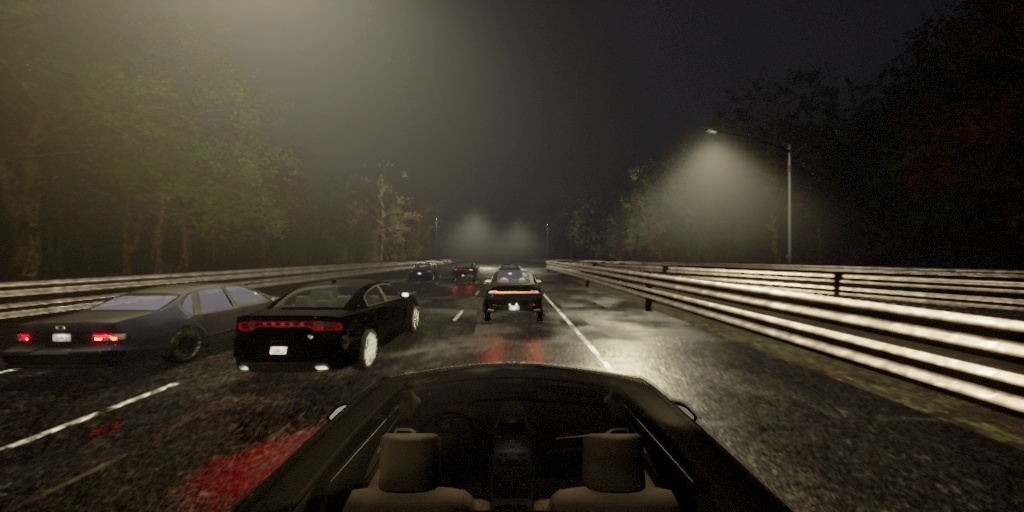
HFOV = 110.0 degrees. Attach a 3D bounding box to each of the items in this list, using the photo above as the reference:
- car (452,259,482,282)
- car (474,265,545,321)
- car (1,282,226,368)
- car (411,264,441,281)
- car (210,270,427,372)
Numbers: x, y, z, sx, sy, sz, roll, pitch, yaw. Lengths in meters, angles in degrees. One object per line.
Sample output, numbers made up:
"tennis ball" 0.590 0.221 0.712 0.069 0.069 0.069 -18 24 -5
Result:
"car" -3.677 1.251 29.008 2.128 1.511 4.902 0 0 -1
"car" 0.043 1.242 12.481 2.128 1.511 4.902 0 0 0
"car" -6.923 1.300 8.012 2.033 1.411 5.357 0 0 0
"car" -7.193 1.325 29.734 1.994 1.385 4.181 0 0 -1
"car" -3.426 1.229 7.720 1.882 1.535 5.008 0 0 0
